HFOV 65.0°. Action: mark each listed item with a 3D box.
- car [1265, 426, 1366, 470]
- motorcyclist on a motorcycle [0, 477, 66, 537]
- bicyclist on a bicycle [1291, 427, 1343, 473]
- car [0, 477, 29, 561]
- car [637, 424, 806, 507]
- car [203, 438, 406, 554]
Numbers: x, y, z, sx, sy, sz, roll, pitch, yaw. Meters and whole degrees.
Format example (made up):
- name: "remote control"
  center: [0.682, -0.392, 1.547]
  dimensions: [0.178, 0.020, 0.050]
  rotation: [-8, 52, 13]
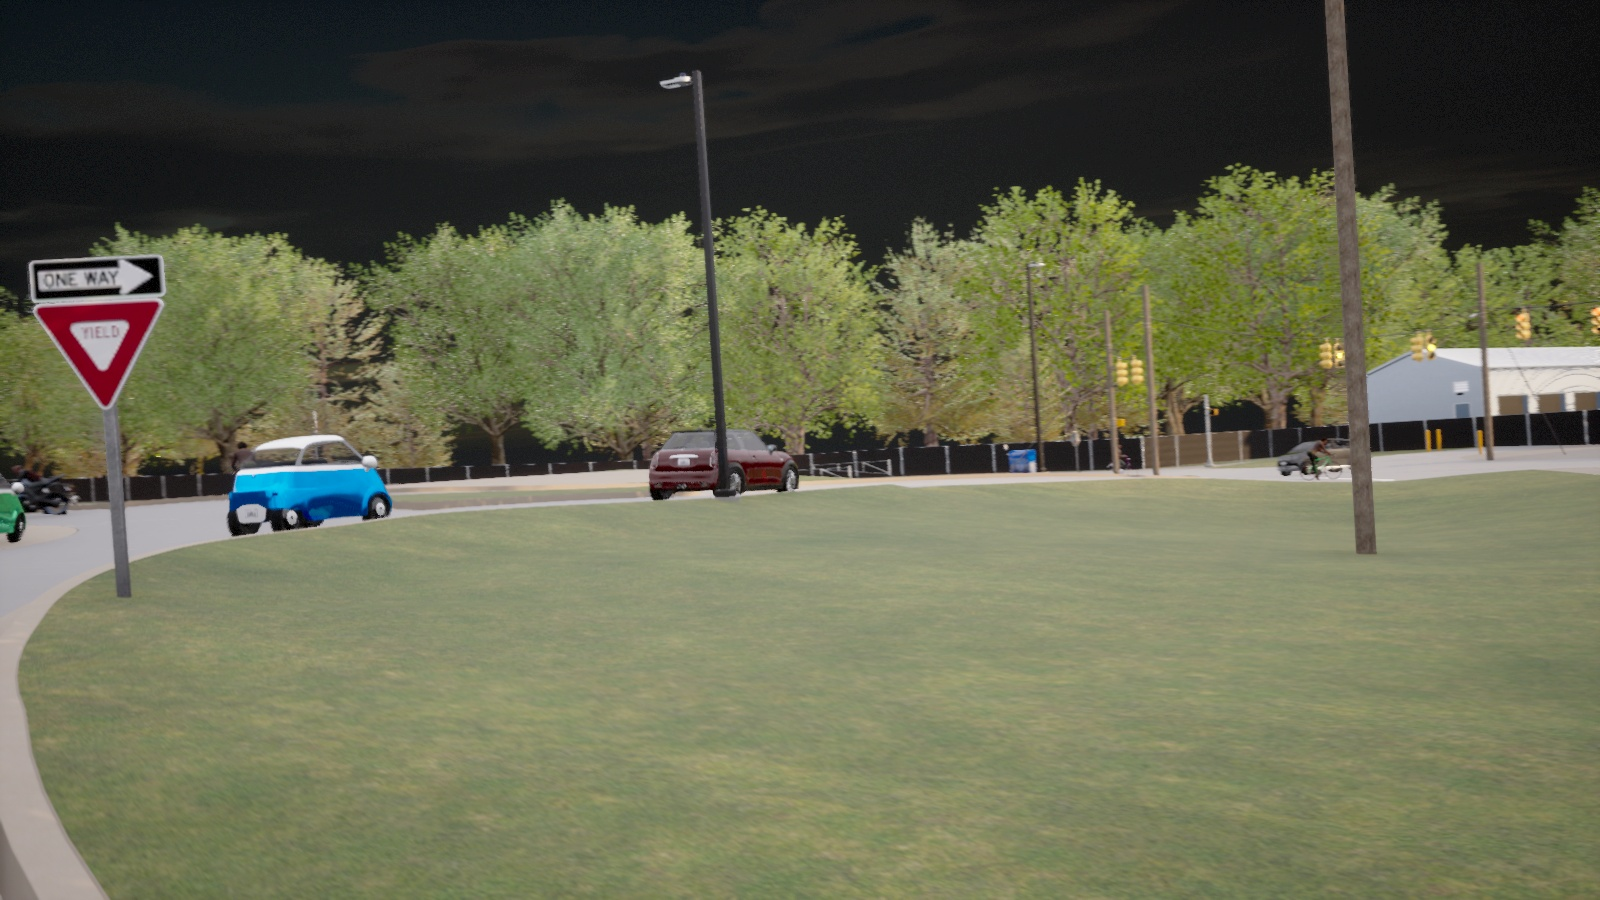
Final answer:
- name: "car"
  center: [22.824, -0.100, 55.673]
  dimensions: [3.705, 1.549, 1.789]
  rotation: [-4, -3, -16]
- name: "motorcyclist on a motorcycle"
  center: [-21.941, 1.616, 35.158]
  dimensions: [2.191, 1.530, 0.866]
  rotation: [-5, 1, -23]
- name: "bicyclist on a bicycle"
  center: [19.660, -0.008, 47.731]
  dimensions: [1.656, 1.620, 0.582]
  rotation: [-4, 1, -4]
- name: "car"
  center: [-13.882, 1.135, 20.579]
  dimensions: [1.481, 1.376, 2.207]
  rotation: [0, -1, -13]
- name: "car"
  center: [-1.768, 0.334, 30.039]
  dimensions: [2.097, 1.767, 4.553]
  rotation: [-2, 0, 24]
- name: "car"
  center: [-6.929, 0.614, 17.729]
  dimensions: [1.481, 1.376, 2.207]
  rotation: [-5, 0, 19]
